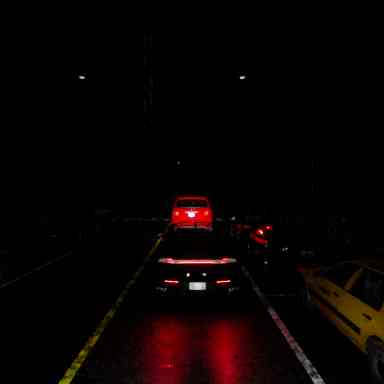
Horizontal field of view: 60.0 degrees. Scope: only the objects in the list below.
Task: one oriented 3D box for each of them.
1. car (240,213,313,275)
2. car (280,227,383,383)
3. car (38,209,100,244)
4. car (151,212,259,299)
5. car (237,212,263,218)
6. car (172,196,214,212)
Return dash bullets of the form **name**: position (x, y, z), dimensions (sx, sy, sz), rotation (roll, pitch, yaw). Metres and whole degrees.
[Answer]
- **car**: position (2.863, 1.562, 10.273), dimensions (1.947, 1.339, 4.313), rotation (-1, 0, 0)
- **car**: position (2.864, 1.524, 4.857), dimensions (1.752, 1.417, 4.829), rotation (-1, 0, 0)
- **car**: position (-5.684, 1.539, 15.853), dimensions (1.887, 1.381, 4.507), rotation (-1, 0, 0)
- **car**: position (0.096, 1.489, 8.445), dimensions (2.128, 1.511, 4.902), rotation (0, 0, 0)
- **car**: position (2.861, 1.576, 15.859), dimensions (1.802, 1.307, 4.206), rotation (-1, 0, 0)
- **car**: position (0.062, 1.215, 18.793), dimensions (2.150, 2.045, 5.566), rotation (0, 0, 2)
